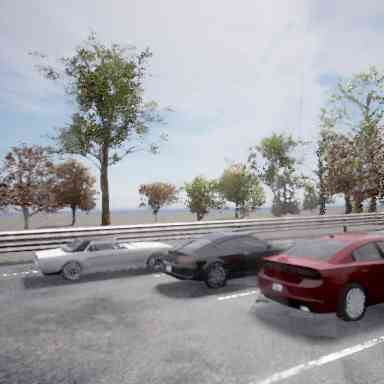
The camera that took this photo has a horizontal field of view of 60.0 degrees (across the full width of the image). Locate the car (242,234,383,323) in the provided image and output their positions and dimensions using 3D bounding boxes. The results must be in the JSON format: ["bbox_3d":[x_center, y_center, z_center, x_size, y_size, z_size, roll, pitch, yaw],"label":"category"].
[{"bbox_3d":[3.840,1.716,7.731,5.008,1.535,1.882,0,-3,-29],"label":"car"}]

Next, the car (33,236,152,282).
[{"bbox_3d":[-3.025,2.232,11.920,4.718,1.301,1.895,0,-3,-29],"label":"car"}]

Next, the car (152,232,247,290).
[{"bbox_3d":[1.360,1.959,10.353,4.674,1.442,1.812,0,-3,-29],"label":"car"}]
